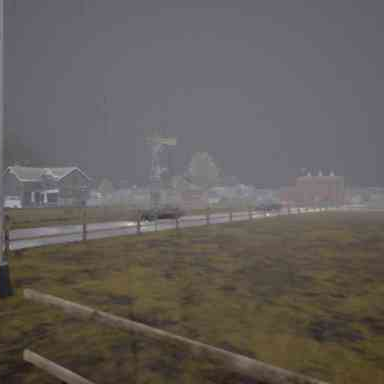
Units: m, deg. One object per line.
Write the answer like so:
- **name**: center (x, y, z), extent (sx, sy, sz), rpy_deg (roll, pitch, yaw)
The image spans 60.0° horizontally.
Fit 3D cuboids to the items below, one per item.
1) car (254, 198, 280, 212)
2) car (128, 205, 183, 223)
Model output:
- **car**: center (11.052, 1.824, 48.411), extent (2.150, 2.045, 5.566), rpy_deg (1, -1, 35)
- **car**: center (-2.935, 1.771, 28.427), extent (2.033, 1.411, 5.357), rpy_deg (1, 0, 35)
